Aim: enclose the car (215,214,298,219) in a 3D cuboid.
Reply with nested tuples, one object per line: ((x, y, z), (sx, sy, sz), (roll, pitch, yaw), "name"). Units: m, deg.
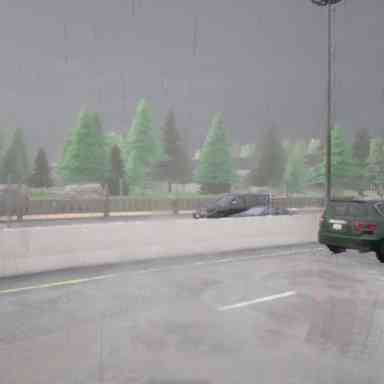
((3.848, 1.462, 18.212), (4.674, 1.442, 1.812), (0, 0, -27), "car")

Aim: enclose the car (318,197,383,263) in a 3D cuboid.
((6.993, 1.190, 11.790), (5.566, 2.045, 2.150), (0, 0, -28), "car")

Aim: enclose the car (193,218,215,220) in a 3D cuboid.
((2.806, 1.143, 21.639), (5.566, 2.045, 2.150), (0, 0, -27), "car")
